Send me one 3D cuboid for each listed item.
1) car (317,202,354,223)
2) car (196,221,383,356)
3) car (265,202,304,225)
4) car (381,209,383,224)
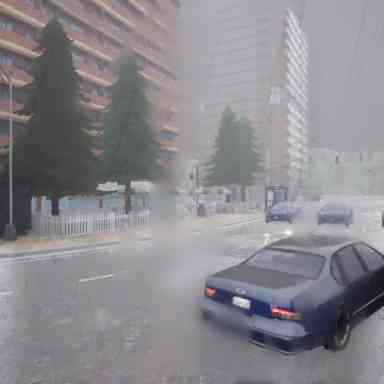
[{"bbox_3d":[9.957,1.477,22.944,1.882,1.535,5.008,0,0,30],"label":"car"},{"bbox_3d":[2.472,1.547,6.261,5.357,1.411,2.033,0,0,-44],"label":"car"},{"bbox_3d":[6.920,1.477,24.684,1.882,1.535,5.008,0,0,30],"label":"car"},{"bbox_3d":[14.189,1.547,22.969,2.033,1.411,5.357,0,0,30],"label":"car"}]
